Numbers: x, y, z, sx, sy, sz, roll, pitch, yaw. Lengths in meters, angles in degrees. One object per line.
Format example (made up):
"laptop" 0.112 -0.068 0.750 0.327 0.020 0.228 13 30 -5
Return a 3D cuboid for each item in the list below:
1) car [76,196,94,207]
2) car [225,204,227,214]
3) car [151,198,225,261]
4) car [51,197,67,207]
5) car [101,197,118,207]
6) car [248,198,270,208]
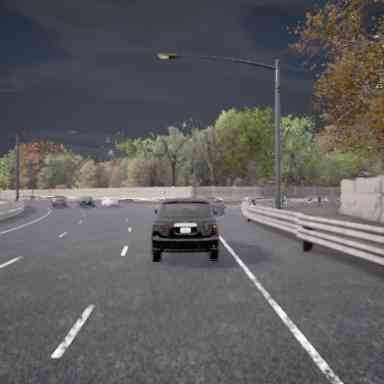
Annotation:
"car" -16.340 1.388 50.630 2.097 1.767 4.553 0 0 -27
"car" 1.949 1.328 32.333 2.097 1.767 4.553 0 0 18
"car" -0.251 1.216 12.427 2.150 2.045 5.566 0 0 -1
"car" -20.417 1.542 50.859 2.128 1.511 4.902 0 0 -29
"car" -12.711 1.547 51.279 1.812 1.442 4.674 0 0 -27
"car" 8.686 1.470 44.612 1.812 1.442 4.674 -1 0 40
